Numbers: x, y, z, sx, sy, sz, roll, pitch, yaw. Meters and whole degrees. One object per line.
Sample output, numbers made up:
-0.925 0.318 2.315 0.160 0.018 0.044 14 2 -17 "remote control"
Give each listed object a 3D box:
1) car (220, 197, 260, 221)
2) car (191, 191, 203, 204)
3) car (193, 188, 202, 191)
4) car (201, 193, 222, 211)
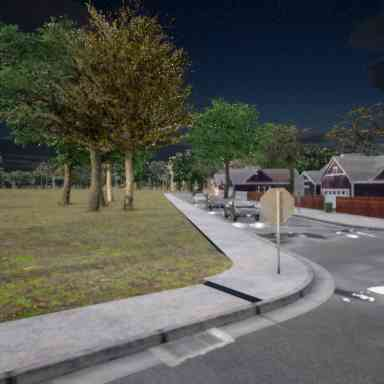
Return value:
3.588 1.283 24.687 1.812 1.442 4.674 -1 1 -6 "car"
1.115 0.968 47.958 1.812 1.442 4.674 -1 2 -6 "car"
1.116 0.230 74.591 2.150 2.045 5.566 -1 1 -6 "car"
2.475 1.122 35.098 1.837 1.490 4.892 -1 1 -6 "car"
